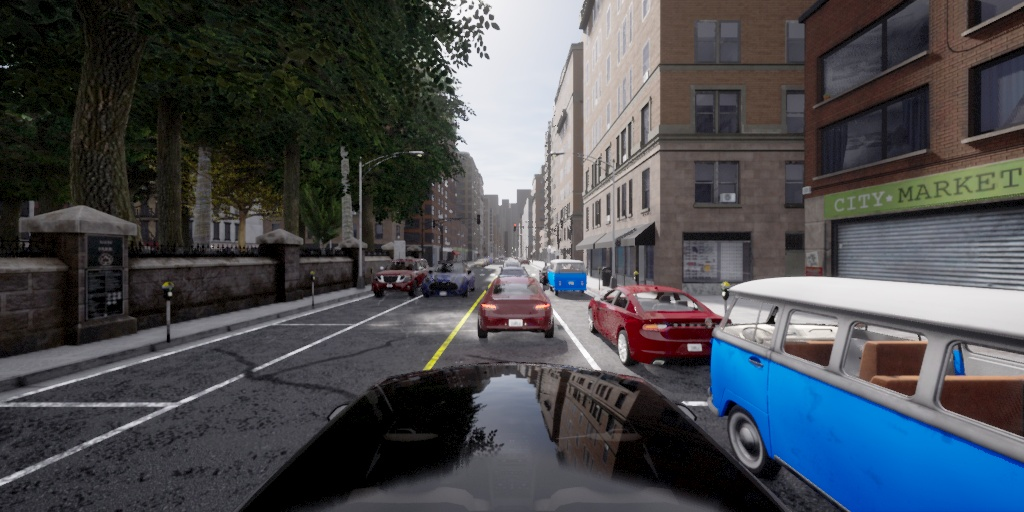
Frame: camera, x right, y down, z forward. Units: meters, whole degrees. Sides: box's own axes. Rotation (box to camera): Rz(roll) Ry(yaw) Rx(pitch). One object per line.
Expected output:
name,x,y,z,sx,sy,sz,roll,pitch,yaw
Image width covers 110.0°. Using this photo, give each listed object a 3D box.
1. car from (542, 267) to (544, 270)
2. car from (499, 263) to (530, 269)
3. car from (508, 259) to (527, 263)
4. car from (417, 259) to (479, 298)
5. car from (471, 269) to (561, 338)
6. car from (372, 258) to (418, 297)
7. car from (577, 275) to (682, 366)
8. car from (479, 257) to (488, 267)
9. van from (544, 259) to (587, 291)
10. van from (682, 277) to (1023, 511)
car,2.857,1.304,24.812,1.948,1.339,4.313,0,0,0
car,0.097,1.290,19.611,2.033,1.411,5.357,0,0,1
car,0.004,1.238,29.355,1.837,1.490,4.892,0,0,0
car,-3.081,1.095,18.329,2.097,1.767,4.553,0,0,0
car,0.095,1.273,10.032,1.812,1.442,4.674,0,0,0
car,-5.668,1.057,19.112,2.192,1.841,5.009,0,0,0
car,2.857,1.293,7.831,1.888,1.381,4.507,0,0,0
car,-5.667,1.221,62.631,1.751,1.417,4.829,0,0,0
van,2.857,1.083,19.152,1.690,1.789,3.998,0,0,0
van,2.856,1.091,2.170,1.690,1.789,3.998,0,0,0
